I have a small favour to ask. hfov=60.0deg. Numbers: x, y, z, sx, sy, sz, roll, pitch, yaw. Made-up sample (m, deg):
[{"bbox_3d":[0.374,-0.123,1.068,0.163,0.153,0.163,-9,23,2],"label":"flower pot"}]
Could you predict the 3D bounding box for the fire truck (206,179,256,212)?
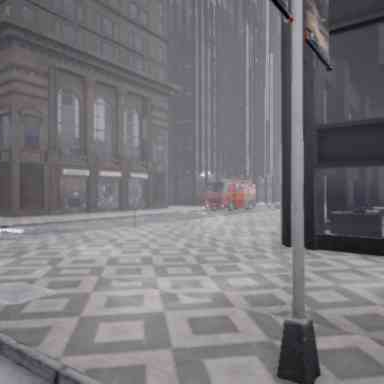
[{"bbox_3d":[5.120,0.416,42.122,2.891,3.827,8.468,0,0,36],"label":"fire truck"}]
